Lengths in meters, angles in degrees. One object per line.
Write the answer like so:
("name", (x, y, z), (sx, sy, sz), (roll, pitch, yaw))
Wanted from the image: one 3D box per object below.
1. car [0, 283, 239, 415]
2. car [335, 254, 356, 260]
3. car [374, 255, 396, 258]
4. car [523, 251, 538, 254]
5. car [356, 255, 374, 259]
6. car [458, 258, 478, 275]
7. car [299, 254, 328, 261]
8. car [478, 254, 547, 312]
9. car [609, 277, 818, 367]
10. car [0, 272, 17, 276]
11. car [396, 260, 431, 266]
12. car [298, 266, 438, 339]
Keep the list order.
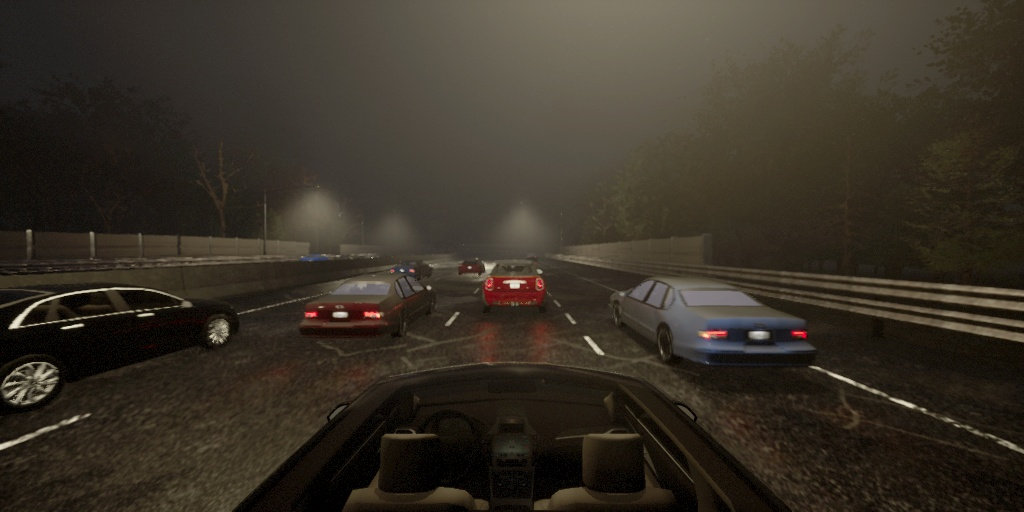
("car", (-6.906, 1.192, 5.866), (1.837, 1.490, 4.892), (0, 1, 0))
("car", (-24.621, 0.501, 53.515), (1.837, 1.490, 4.892), (0, 1, 0))
("car", (-17.637, 0.552, 51.417), (1.812, 1.442, 4.674), (0, 1, 0))
("car", (3.421, 0.334, 62.404), (2.128, 1.511, 4.902), (0, 1, 0))
("car", (-21.125, 0.557, 53.759), (1.994, 1.385, 4.181), (0, 1, 0))
("car", (-3.436, 0.881, 31.142), (1.994, 1.385, 4.181), (0, 1, 0))
("car", (-28.123, 0.511, 50.915), (1.882, 1.535, 5.008), (0, 1, 0))
("car", (0.084, 0.928, 13.340), (2.097, 1.767, 4.553), (0, 1, 0))
("car", (3.631, 1.165, 7.741), (2.033, 1.411, 5.357), (0, 1, 1))
("car", (-17.612, 1.122, 10.534), (1.837, 1.490, 4.892), (0, 1, 0))
("car", (-6.930, 0.952, 25.063), (2.033, 1.411, 5.357), (0, 1, 0))
("car", (-3.409, 1.178, 9.630), (2.033, 1.411, 5.357), (0, 1, 0))
